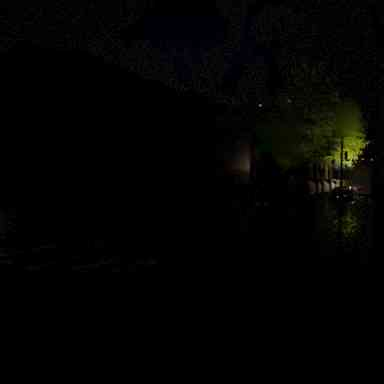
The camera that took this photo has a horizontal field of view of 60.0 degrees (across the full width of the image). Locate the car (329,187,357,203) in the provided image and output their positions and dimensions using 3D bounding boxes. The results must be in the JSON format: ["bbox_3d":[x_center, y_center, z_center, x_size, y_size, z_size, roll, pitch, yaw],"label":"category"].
[{"bbox_3d":[16.678,0.460,37.171,1.994,1.385,4.181,1,2,34],"label":"car"}]

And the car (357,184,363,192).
[{"bbox_3d":[41.169,-0.816,84.060,1.802,1.307,4.206,3,3,33],"label":"car"}]

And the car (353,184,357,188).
[{"bbox_3d":[35.187,-0.598,74.951,1.947,1.339,4.313,3,3,33],"label":"car"}]
